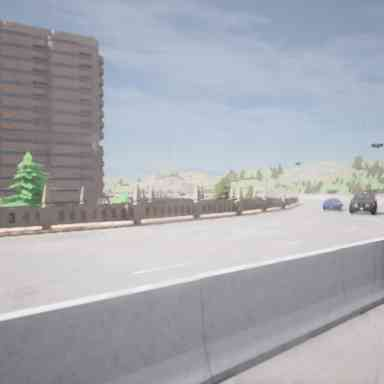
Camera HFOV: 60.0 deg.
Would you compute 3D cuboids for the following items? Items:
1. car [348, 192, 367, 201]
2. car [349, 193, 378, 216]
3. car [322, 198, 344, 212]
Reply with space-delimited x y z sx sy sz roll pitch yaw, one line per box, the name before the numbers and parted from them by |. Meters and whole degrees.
car | 34.012 0.872 68.555 2.097 1.767 4.553 0 0 8
car | 17.043 1.171 32.895 2.150 2.045 5.566 0 0 33
car | 16.513 1.437 38.852 1.882 1.535 5.008 0 0 29
